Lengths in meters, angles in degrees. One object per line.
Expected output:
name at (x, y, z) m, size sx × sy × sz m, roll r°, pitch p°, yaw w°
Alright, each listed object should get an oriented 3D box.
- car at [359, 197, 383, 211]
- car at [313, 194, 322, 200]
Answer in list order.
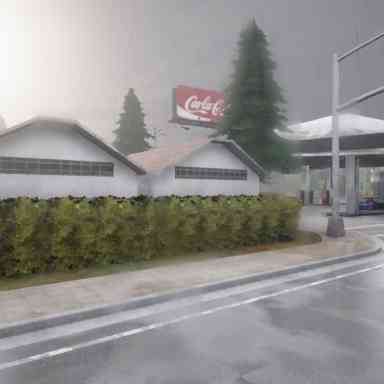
car at (21.881, 1.480, 40.020) m, size 4.611 × 1.667 × 2.242 m, roll 0°, pitch 0°, yaw -36°
car at (32.997, 1.330, 89.503) m, size 2.152 × 1.636 × 5.027 m, roll 0°, pitch 0°, yaw -36°
